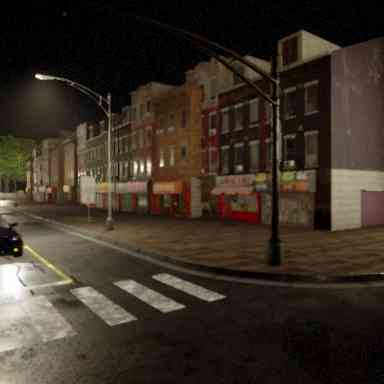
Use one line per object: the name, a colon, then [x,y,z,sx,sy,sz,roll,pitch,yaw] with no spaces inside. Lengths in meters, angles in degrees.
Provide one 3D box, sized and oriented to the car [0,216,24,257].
car: [-7.450,1.570,12.011,1.994,1.385,4.181,0,0,-35]
